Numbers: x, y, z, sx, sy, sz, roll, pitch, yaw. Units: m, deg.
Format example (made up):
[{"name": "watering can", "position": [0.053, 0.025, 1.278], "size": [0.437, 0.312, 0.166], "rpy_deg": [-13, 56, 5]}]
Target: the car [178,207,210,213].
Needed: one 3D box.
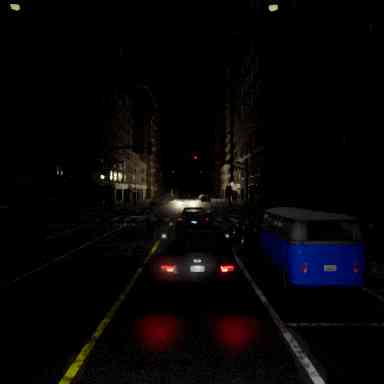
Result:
[{"name": "car", "position": [0.107, 1.557, 19.317], "size": [1.994, 1.385, 4.181], "rpy_deg": [0, 0, 0]}]

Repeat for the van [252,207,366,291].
[{"name": "van", "position": [2.858, 1.339, 8.726], "size": [1.690, 1.788, 3.998], "rpy_deg": [0, 0, 0]}]

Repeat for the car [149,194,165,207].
[{"name": "car", "position": [-5.653, 1.493, 52.207], "size": [1.752, 1.417, 4.829], "rpy_deg": [0, 0, 0]}]

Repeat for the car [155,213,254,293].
[{"name": "car", "position": [0.104, 1.546, 8.997], "size": [2.033, 1.411, 5.357], "rpy_deg": [0, 0, 0]}]

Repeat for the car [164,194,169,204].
[{"name": "car", "position": [-5.651, 1.517, 57.828], "size": [2.008, 1.369, 4.403], "rpy_deg": [0, 0, 0]}]

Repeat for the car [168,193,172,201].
[{"name": "car", "position": [-5.647, 1.509, 68.730], "size": [1.887, 1.381, 4.507], "rpy_deg": [0, 0, 0]}]

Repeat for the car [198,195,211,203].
[{"name": "car", "position": [2.877, 1.404, 68.763], "size": [1.967, 1.590, 4.097], "rpy_deg": [0, 0, 0]}]

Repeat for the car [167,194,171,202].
[{"name": "car", "position": [-5.649, 1.509, 63.279], "size": [1.887, 1.381, 4.507], "rpy_deg": [0, 0, 0]}]

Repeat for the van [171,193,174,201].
[{"name": "van", "position": [-5.646, 1.305, 74.180], "size": [1.690, 1.788, 3.998], "rpy_deg": [0, 0, 0]}]

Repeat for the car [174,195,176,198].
[{"name": "car", "position": [-5.644, 1.516, 79.631], "size": [2.008, 1.369, 4.403], "rpy_deg": [0, 0, 0]}]

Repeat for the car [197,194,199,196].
[{"name": "car", "position": [2.881, 1.516, 79.660], "size": [2.008, 1.369, 4.403], "rpy_deg": [0, 0, 0]}]

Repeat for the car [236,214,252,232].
[{"name": "car", "position": [2.860, 1.562, 14.386], "size": [1.947, 1.339, 4.313], "rpy_deg": [0, 0, 0]}]

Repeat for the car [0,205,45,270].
[{"name": "car", "position": [-5.667, 1.313, 8.688], "size": [2.192, 1.841, 5.009], "rpy_deg": [0, 0, 0]}]
